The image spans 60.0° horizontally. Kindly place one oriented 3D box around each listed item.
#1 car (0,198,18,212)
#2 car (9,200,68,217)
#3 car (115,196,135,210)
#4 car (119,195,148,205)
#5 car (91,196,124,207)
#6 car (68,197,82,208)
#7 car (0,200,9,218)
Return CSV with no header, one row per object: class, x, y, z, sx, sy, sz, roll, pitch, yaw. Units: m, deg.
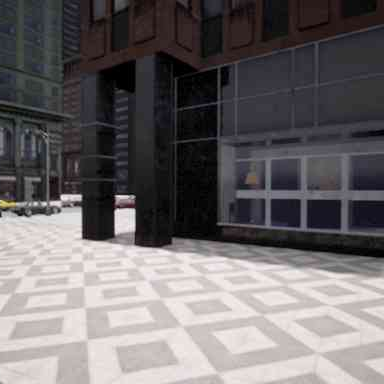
car,-21.359,1.447,35.356,1.752,1.417,4.829,1,1,36
car,-14.227,1.508,30.673,2.008,1.369,4.403,1,1,36
car,-7.965,1.410,39.418,1.802,1.307,4.206,1,1,36
car,-9.145,1.231,52.414,1.947,1.339,4.313,1,1,36
car,-12.174,1.297,48.184,1.947,1.339,4.313,1,1,36
car,-15.202,1.346,43.954,2.008,1.369,4.403,1,1,36
car,-17.358,1.585,26.300,1.947,1.339,4.313,1,1,36
